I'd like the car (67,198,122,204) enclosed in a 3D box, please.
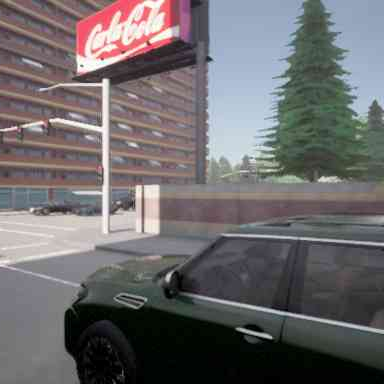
[{"bbox_3d":[-9.260,1.545,31.856,1.994,1.385,4.181,0,0,35],"label":"car"}]

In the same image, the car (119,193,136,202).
[{"bbox_3d":[-7.409,1.200,40.549,2.150,2.045,5.566,0,0,35],"label":"car"}]

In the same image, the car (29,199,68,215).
[{"bbox_3d":[-13.218,1.470,32.313,2.128,1.511,4.902,0,0,35],"label":"car"}]

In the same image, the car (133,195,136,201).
[{"bbox_3d":[-4.162,1.473,39.081,2.128,1.511,4.902,0,0,35],"label":"car"}]

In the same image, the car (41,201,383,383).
[{"bbox_3d":[1.136,1.223,3.178,5.566,2.045,2.150,0,0,36],"label":"car"}]
